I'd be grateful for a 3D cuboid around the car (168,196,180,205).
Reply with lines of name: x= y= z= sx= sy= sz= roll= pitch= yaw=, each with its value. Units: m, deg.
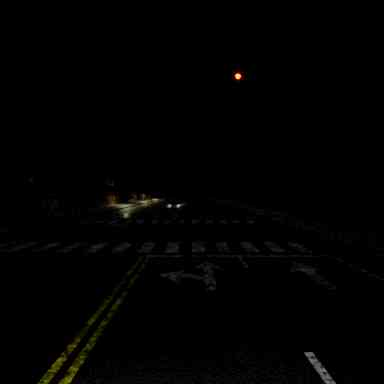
car: x=-3.176 y=1.493 z=59.417 sx=1.882 sy=1.535 sz=5.008 roll=0 pitch=1 yaw=0
